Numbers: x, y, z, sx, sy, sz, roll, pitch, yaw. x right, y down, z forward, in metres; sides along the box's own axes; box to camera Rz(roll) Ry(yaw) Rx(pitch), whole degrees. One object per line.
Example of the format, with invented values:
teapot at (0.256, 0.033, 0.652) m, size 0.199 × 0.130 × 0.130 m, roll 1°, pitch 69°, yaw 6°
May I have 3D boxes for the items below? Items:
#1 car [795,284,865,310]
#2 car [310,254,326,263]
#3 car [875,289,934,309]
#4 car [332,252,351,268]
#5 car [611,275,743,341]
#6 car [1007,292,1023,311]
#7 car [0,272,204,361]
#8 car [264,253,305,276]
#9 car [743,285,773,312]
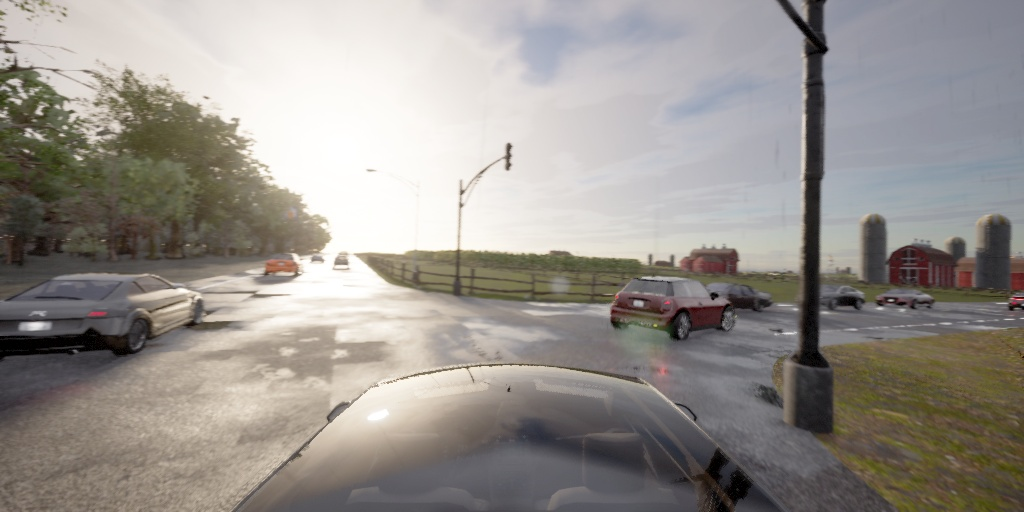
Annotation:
car at (20.038, 2.546, 22.573) m, size 4.902 × 1.511 × 2.128 m, roll 3°, pitch -2°, yaw -24°
car at (-30.203, 0.375, 55.825) m, size 1.994 × 1.385 × 4.181 m, roll 2°, pitch 0°, yaw -24°
car at (29.196, 3.128, 26.665) m, size 4.181 × 1.385 × 1.994 m, roll 3°, pitch -2°, yaw -23°
car at (-20.761, 0.625, 43.718) m, size 2.128 × 1.511 × 4.902 m, roll 2°, pitch 0°, yaw -24°
car at (5.194, 1.463, 11.370) m, size 4.553 × 1.767 × 2.097 m, roll 4°, pitch -1°, yaw -39°
car at (40.737, 3.597, 27.916) m, size 4.902 × 1.511 × 2.128 m, roll 3°, pitch -2°, yaw -24°
car at (-8.082, 1.015, 7.292) m, size 1.994 × 1.385 × 4.181 m, roll 2°, pitch 0°, yaw -24°
car at (-17.051, 0.545, 27.083) m, size 2.097 × 1.767 × 4.553 m, roll 2°, pitch 0°, yaw -24°
car at (11.071, 2.103, 18.549) m, size 5.357 × 1.411 × 2.033 m, roll 3°, pitch -2°, yaw -24°
